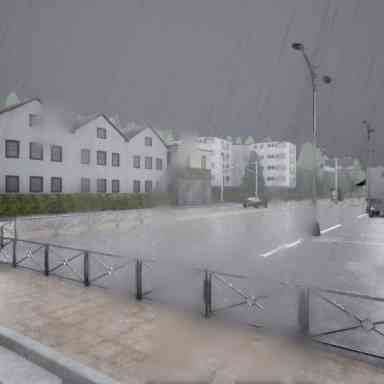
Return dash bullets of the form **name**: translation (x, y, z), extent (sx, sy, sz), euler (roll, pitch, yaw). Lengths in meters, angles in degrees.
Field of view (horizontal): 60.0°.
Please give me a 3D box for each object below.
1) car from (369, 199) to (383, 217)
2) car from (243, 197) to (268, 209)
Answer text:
- **car**: translation (15.516, 1.298, 26.748), extent (2.007, 1.523, 4.514), euler (0, 0, 35)
- **car**: translation (8.138, 1.334, 42.783), extent (1.812, 1.442, 4.674), euler (0, 0, 36)
